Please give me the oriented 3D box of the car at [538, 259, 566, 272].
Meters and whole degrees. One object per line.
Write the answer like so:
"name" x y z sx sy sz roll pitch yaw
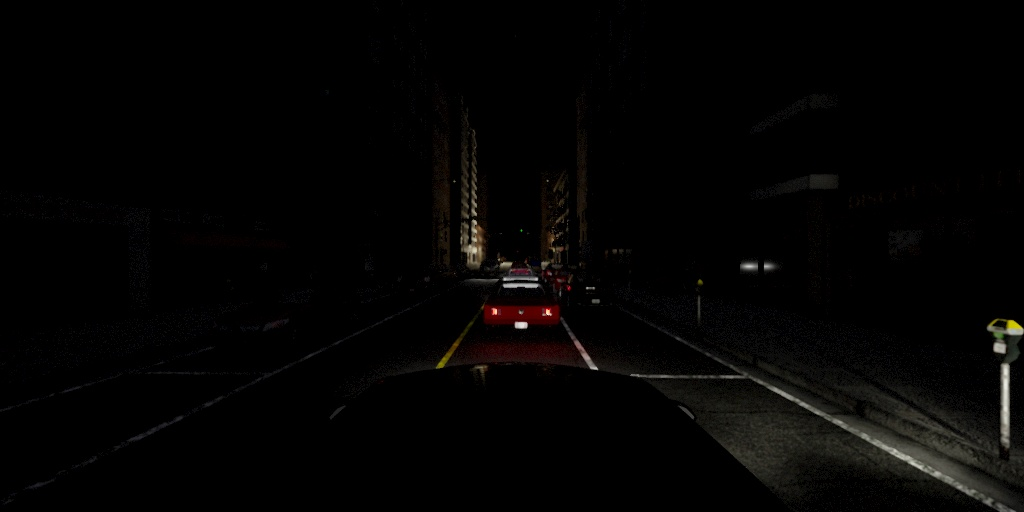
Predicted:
"car" 3.134 1.172 25.349 1.967 1.591 4.097 0 0 1

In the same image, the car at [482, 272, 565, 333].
"car" 0.272 1.344 10.700 1.895 1.301 4.718 0 0 1

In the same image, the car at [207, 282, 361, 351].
"car" -5.257 1.327 8.968 1.802 1.307 4.207 0 0 1

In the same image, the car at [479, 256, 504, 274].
"car" -2.046 0.904 34.720 1.812 1.442 4.674 0 0 1

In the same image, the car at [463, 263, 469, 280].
"car" -4.766 1.279 31.036 2.007 1.370 4.403 0 0 1

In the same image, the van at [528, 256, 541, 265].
"van" 3.859 1.047 57.941 1.690 1.789 3.998 0 0 1

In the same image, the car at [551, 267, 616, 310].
"car" 2.889 1.291 14.314 2.007 1.370 4.403 0 0 1

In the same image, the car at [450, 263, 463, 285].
"car" -4.893 1.258 25.349 1.751 1.417 4.829 0 0 1

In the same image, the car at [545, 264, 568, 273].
"car" 3.012 1.318 19.831 1.802 1.307 4.207 0 0 1

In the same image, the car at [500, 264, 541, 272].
"car" 0.494 1.337 20.824 1.895 1.301 4.718 0 0 1

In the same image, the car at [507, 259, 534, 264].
"car" 0.615 1.254 30.953 1.812 1.442 4.674 0 0 -1

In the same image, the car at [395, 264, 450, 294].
"car" -5.011 1.176 20.003 1.967 1.591 4.097 0 0 1
